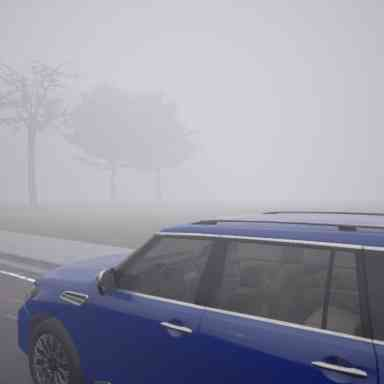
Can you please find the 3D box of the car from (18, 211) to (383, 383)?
[{"bbox_3d":[0.568,1.222,3.286,5.566,2.045,2.150,0,0,35],"label":"car"}]
